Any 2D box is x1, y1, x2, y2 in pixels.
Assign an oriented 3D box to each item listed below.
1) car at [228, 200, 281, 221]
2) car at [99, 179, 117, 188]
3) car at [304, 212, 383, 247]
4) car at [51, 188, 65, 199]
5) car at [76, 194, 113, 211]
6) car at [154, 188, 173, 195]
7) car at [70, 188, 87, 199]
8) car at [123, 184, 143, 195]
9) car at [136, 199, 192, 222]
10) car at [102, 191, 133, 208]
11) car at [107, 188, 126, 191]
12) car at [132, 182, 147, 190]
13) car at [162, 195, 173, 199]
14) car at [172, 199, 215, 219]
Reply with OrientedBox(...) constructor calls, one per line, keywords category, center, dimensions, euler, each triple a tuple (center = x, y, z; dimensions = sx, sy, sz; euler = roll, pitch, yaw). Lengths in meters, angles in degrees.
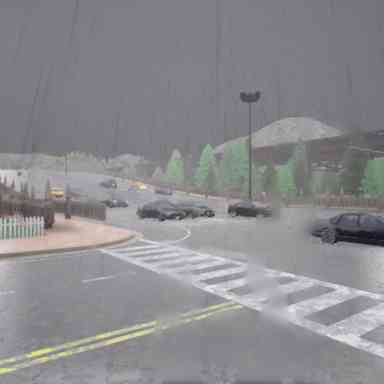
OrientedBox(category="car", center=(5.152, 1.486, 28.000), dimensions=(1.882, 1.535, 5.008), euler=(0, 0, -37))
OrientedBox(category="car", center=(-17.636, -1.694, 70.005), dimensions=(2.150, 2.045, 5.566), euler=(0, 7, -37))
OrientedBox(category="car", center=(7.301, 1.554, 13.606), dimensions=(2.033, 1.411, 5.357), euler=(0, 0, -37))
OrientedBox(category="car", center=(-21.087, 0.144, 51.158), dimensions=(1.882, 1.535, 5.008), euler=(0, 6, -36))
OrientedBox(category="car", center=(-11.241, 1.347, 38.018), dimensions=(1.837, 1.490, 4.892), euler=(0, 2, -37))
OrientedBox(category="car", center=(-5.674, -0.110, 65.862), dimensions=(2.128, 1.511, 4.902), euler=(0, 7, -37))
OrientedBox(category="car", center=(-18.225, 0.174, 53.173), dimensions=(2.128, 1.511, 4.902), euler=(0, 6, -37))
OrientedBox(category="car", center=(-11.515, -0.051, 61.981), dimensions=(1.895, 1.301, 4.718), euler=(0, 7, -37))
OrientedBox(category="car", center=(-2.592, 1.553, 26.542), dimensions=(2.033, 1.411, 5.357), euler=(0, 0, -36))
OrientedBox(category="car", center=(-9.804, 1.099, 41.923), dimensions=(2.097, 1.767, 4.553), euler=(0, 3, -37))
OrientedBox(category="car", center=(-12.448, 0.664, 51.287), dimensions=(1.837, 1.490, 4.892), euler=(0, 4, -37))
OrientedBox(category="car", center=(-11.939, -1.409, 74.035), dimensions=(1.882, 1.535, 5.008), euler=(0, 7, -37))
OrientedBox(category="car", center=(-2.620, 1.452, 38.236), dimensions=(1.882, 1.535, 5.008), euler=(0, 1, -37))
OrientedBox(category="car", center=(0.123, 1.567, 28.828), dimensions=(1.994, 1.385, 4.181), euler=(0, 0, -38))
